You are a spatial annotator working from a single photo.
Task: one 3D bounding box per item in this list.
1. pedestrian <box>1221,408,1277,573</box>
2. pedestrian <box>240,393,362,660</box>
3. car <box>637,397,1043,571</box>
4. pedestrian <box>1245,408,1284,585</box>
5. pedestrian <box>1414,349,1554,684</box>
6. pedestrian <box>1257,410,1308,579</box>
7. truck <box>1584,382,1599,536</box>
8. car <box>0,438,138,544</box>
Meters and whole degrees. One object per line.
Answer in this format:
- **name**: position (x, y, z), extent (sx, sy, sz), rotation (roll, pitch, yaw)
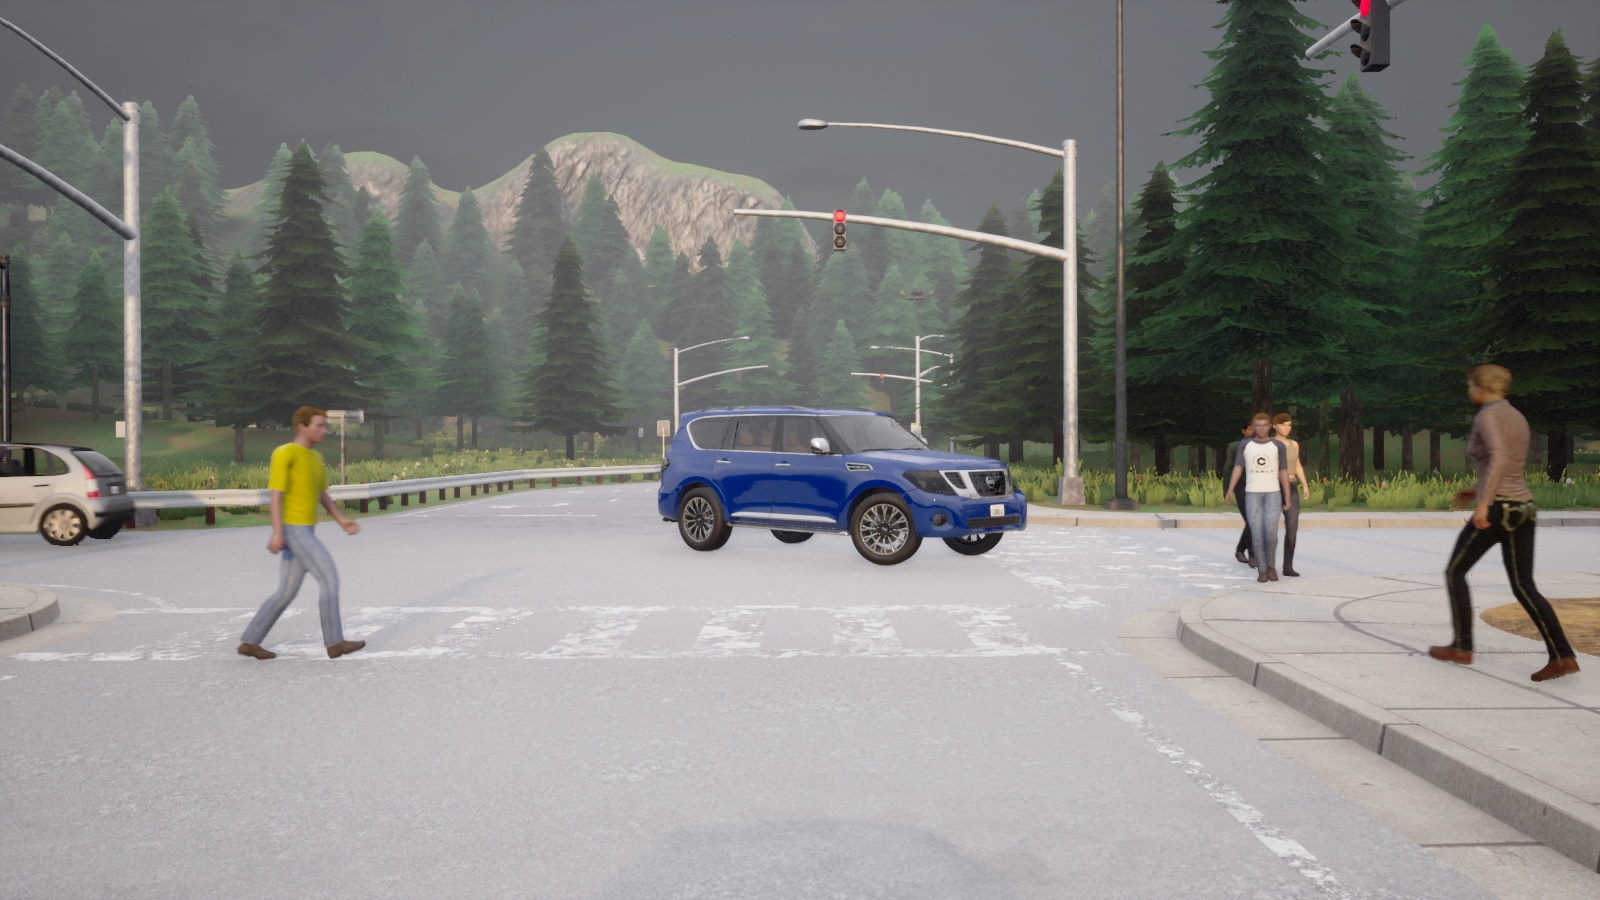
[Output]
- **pedestrian**: position (5.430, 0.480, 15.211), extent (0.423, 1.949, 0.788), rotation (0, 0, 3)
- **pedestrian**: position (-3.492, 0.524, 8.816), extent (0.706, 1.836, 0.354), rotation (0, 0, -2)
- **car**: position (0.378, 0.397, 17.443), extent (5.566, 2.045, 2.150), rotation (0, 0, 42)
- **pedestrian**: position (4.960, 0.479, 13.402), extent (0.354, 1.836, 0.706), rotation (0, 0, 24)
- **pedestrian**: position (3.946, 0.364, 7.263), extent (0.331, 1.846, 0.634), rotation (0, 0, -29)
- **pedestrian**: position (5.353, 0.486, 13.942), extent (0.345, 1.836, 0.594), rotation (0, 0, 1)
- **truck**: position (15.399, 0.143, 19.160), extent (5.204, 2.467, 2.627), rotation (0, 0, 1)
- **car**: position (-12.972, 0.627, 19.910), extent (3.988, 1.617, 1.851), rotation (0, 0, -10)
